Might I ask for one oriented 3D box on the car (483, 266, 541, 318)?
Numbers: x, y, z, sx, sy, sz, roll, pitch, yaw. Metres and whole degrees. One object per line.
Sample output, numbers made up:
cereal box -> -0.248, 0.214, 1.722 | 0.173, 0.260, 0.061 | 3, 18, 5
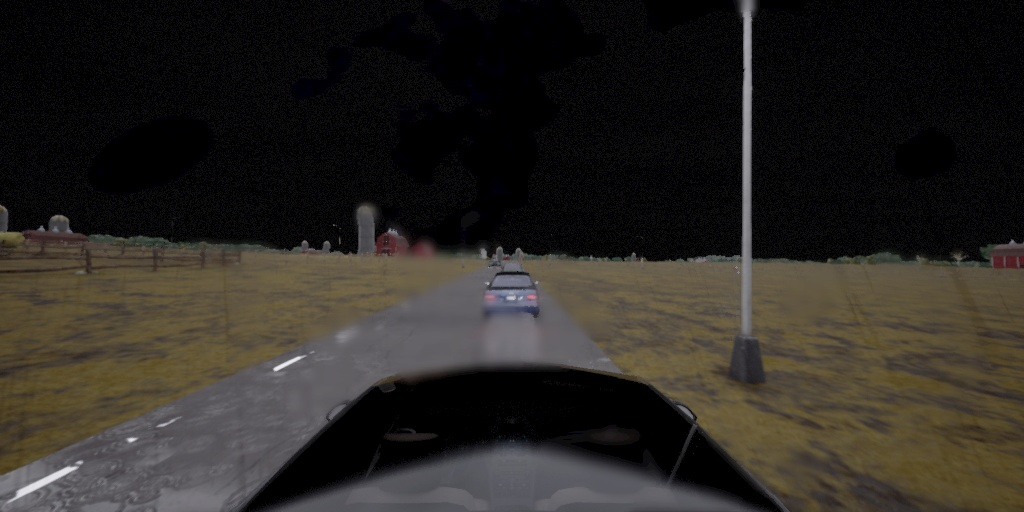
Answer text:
car -> 0.022, 1.254, 12.700 | 2.033, 1.411, 5.357 | 0, 0, 0

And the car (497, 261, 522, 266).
car -> 0.041, 1.271, 29.256 | 1.895, 1.301, 4.718 | 0, 0, 1

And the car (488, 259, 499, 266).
car -> -2.797, 1.198, 59.686 | 1.994, 1.385, 4.181 | 0, 0, 1
